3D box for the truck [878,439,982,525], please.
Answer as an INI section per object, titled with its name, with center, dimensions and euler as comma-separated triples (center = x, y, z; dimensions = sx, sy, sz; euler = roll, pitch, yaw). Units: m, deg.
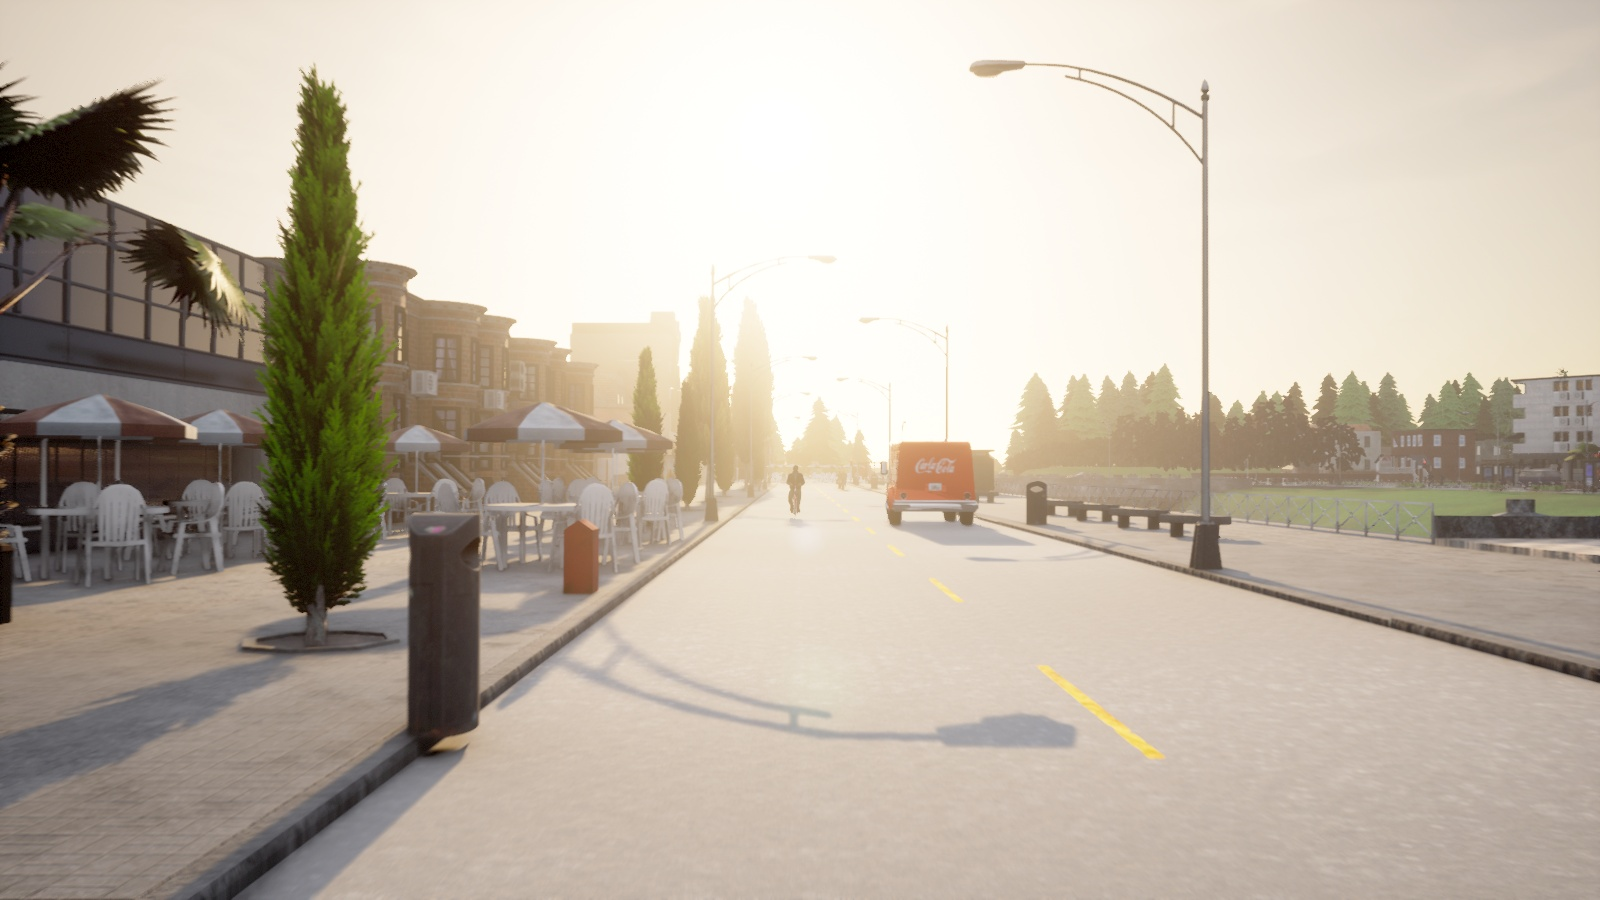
[truck]
center = 3.866, 0.956, 38.487
dimensions = 2.627, 2.467, 5.204
euler = 0, -1, 0
